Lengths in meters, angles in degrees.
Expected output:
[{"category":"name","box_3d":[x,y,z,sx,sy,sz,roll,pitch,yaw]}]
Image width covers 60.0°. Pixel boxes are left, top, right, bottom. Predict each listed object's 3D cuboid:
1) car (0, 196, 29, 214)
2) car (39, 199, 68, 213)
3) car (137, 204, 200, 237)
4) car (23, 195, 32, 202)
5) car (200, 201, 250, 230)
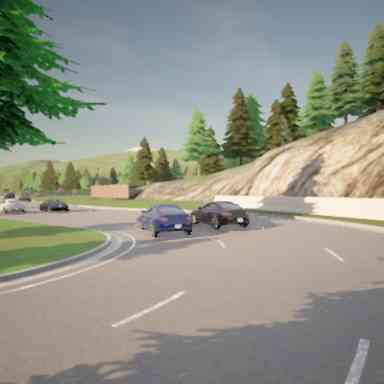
[{"category":"car","box_3d":[-19.308,1.502,35.724,1.812,1.442,4.674,-2,1,-39]},{"category":"car","box_3d":[-15.002,1.434,36.004,1.994,1.385,4.181,-2,1,-41]},{"category":"car","box_3d":[-1.453,1.335,16.790,1.812,1.442,4.674,-1,0,-21]},{"category":"car","box_3d":[-35.595,1.423,71.111,2.033,1.411,5.357,-2,1,-34]},{"category":"car","box_3d":[1.457,1.239,18.789,1.812,1.442,4.674,-1,1,-24]}]
